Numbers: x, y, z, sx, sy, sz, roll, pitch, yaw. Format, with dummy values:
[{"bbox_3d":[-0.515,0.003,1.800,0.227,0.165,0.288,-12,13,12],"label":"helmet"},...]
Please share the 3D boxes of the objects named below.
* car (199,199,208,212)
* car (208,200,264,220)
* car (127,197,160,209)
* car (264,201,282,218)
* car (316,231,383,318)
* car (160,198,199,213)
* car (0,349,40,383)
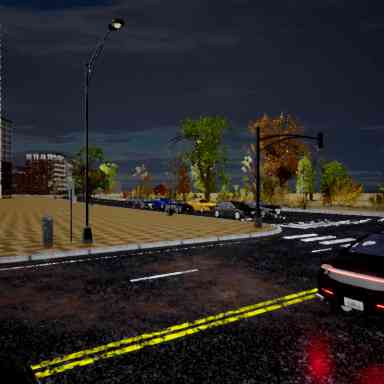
[{"bbox_3d":[1.052,1.550,39.746,1.882,1.535,5.008,0,0,-32],"label":"car"},{"bbox_3d":[3.740,1.564,29.219,1.837,1.490,4.892,0,0,-32],"label":"car"},{"bbox_3d":[-6.805,1.597,46.431,2.128,1.511,4.902,0,0,-31],"label":"car"},{"bbox_3d":[6.286,1.540,31.280,2.128,1.511,4.902,0,0,-32],"label":"car"},{"bbox_3d":[4.466,1.491,6.432,4.902,1.511,2.128,0,0,-34],"label":"car"},{"bbox_3d":[-1.478,1.648,37.650,1.994,1.385,4.181,0,0,-32],"label":"car"},{"bbox_3d":[-3.116,1.492,1.186,4.902,1.511,2.128,0,0,-36],"label":"car"}]
